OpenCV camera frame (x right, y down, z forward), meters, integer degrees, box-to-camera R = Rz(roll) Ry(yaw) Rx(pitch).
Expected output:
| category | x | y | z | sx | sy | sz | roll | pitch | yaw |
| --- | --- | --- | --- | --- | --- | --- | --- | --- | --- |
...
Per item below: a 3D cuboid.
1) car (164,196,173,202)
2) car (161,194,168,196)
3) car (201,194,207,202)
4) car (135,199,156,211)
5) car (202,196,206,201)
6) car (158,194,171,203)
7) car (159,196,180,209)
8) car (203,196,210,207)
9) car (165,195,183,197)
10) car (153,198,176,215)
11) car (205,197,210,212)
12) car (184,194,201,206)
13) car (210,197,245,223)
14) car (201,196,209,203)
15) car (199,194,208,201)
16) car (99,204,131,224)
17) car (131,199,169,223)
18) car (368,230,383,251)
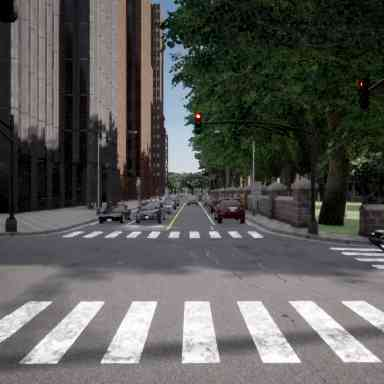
| category | x | y | z | sx | sy | sz | roll | pitch | yaw |
| --- | --- | --- | --- | --- | --- | --- | --- | --- | --- |
| car | -5.665 | 1.620 | 79.795 | 1.887 | 1.381 | 4.507 | 0 | 0 | 0 |
| car | -5.685 | 1.635 | 63.423 | 1.802 | 1.307 | 4.206 | 0 | 0 | 0 |
| car | 2.827 | 1.481 | 52.505 | 1.967 | 1.590 | 4.097 | 0 | 0 | 0 |
| car | -5.711 | 1.579 | 41.595 | 2.008 | 1.369 | 4.403 | 0 | 0 | 0 |
| car | 2.820 | 1.585 | 47.049 | 2.008 | 1.369 | 4.403 | 0 | 0 | 0 |
| car | -5.678 | 1.374 | 68.881 | 2.192 | 1.841 | 5.009 | 0 | 0 | 0 |
| car | -3.038 | 1.595 | 43.952 | 1.994 | 1.385 | 4.181 | 0 | 0 | 0 |
| car | 2.814 | 1.579 | 41.592 | 2.008 | 1.369 | 4.403 | 0 | 0 | 0 |
| car | -2.988 | 1.590 | 54.096 | 2.033 | 1.411 | 5.357 | 0 | 0 | 0 |
| car | -3.056 | 1.621 | 34.751 | 1.895 | 1.301 | 4.718 | 0 | 0 | 0 |
| car | 2.807 | 1.588 | 36.136 | 1.947 | 1.339 | 4.313 | 0 | 0 | 0 |
| car | 0.161 | 1.594 | 57.781 | 2.033 | 1.411 | 5.357 | 0 | 0 | 2 |
| car | 2.794 | 1.326 | 25.223 | 2.192 | 1.841 | 5.009 | 0 | 0 | 0 |
| car | 2.854 | 1.592 | 74.501 | 1.752 | 1.417 | 4.829 | 0 | 0 | 0 |
| car | 2.866 | 1.399 | 85.245 | 2.192 | 1.841 | 5.009 | 0 | 0 | 0 |
| car | -5.731 | 1.576 | 25.224 | 1.947 | 1.339 | 4.313 | 0 | 0 | 0 |
| car | -3.075 | 1.516 | 25.496 | 1.837 | 1.490 | 4.892 | 0 | 0 | 1 |
| car | 9.566 | 1.822 | 12.996 | 4.718 | 1.301 | 1.895 | 1 | 0 | -5 |
